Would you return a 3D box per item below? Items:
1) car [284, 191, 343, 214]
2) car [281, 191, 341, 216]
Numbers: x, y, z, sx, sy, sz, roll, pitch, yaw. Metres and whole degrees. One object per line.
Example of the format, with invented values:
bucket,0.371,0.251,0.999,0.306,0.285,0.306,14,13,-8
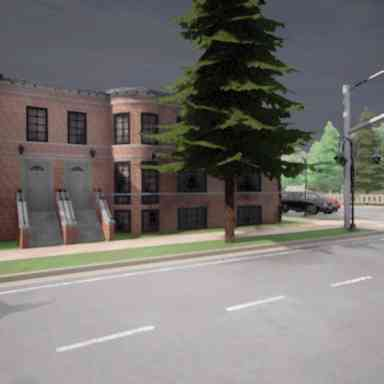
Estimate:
car,12.163,0.960,33.671,2.150,2.045,5.566,-1,1,-30
car,10.178,0.994,30.111,2.150,2.045,5.566,-1,0,-30
